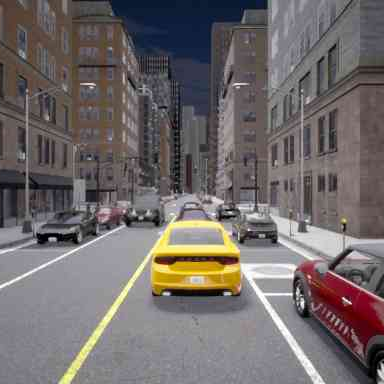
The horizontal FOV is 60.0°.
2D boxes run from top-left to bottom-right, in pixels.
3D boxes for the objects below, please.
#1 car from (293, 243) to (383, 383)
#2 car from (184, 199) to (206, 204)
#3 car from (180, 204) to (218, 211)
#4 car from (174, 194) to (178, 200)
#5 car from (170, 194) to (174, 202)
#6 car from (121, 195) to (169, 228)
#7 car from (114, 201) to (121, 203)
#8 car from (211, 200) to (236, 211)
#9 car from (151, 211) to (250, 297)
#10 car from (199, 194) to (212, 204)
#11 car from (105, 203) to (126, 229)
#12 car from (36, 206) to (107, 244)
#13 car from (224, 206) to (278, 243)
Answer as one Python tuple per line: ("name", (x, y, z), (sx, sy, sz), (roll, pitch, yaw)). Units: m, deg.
("car", (2.853, 1.440, 4.722), (1.967, 1.590, 4.097), (0, 0, 0))
("car", (-0.013, 1.529, 26.454), (1.812, 1.442, 4.674), (0, 0, 1))
("car", (0.098, 1.566, 17.643), (1.994, 1.385, 4.181), (0, 0, -1))
("car", (-5.628, 1.639, 90.699), (1.752, 1.417, 4.829), (0, 0, 0))
("car", (-5.650, 1.617, 74.644), (2.008, 1.369, 4.403), (0, 0, 0))
("car", (-3.054, 1.226, 22.793), (2.150, 2.045, 5.566), (0, 0, 0))
("car", (-5.683, 1.444, 26.724), (1.967, 1.590, 4.097), (0, 0, 0))
("car", (2.843, 1.570, 26.727), (1.947, 1.339, 4.313), (0, 0, 0))
("car", (0.090, 1.478, 8.649), (1.882, 1.535, 5.008), (0, 0, 0))
("car", (2.860, 1.485, 63.818), (1.967, 1.590, 4.097), (0, 0, 0))
("car", (-5.680, 1.584, 21.222), (1.802, 1.307, 4.206), (0, 0, 0))
("car", (-5.677, 1.567, 15.721), (1.947, 1.339, 4.313), (0, 0, 0))
("car", (2.848, 1.552, 15.725), (2.008, 1.369, 4.403), (0, 0, 0))
